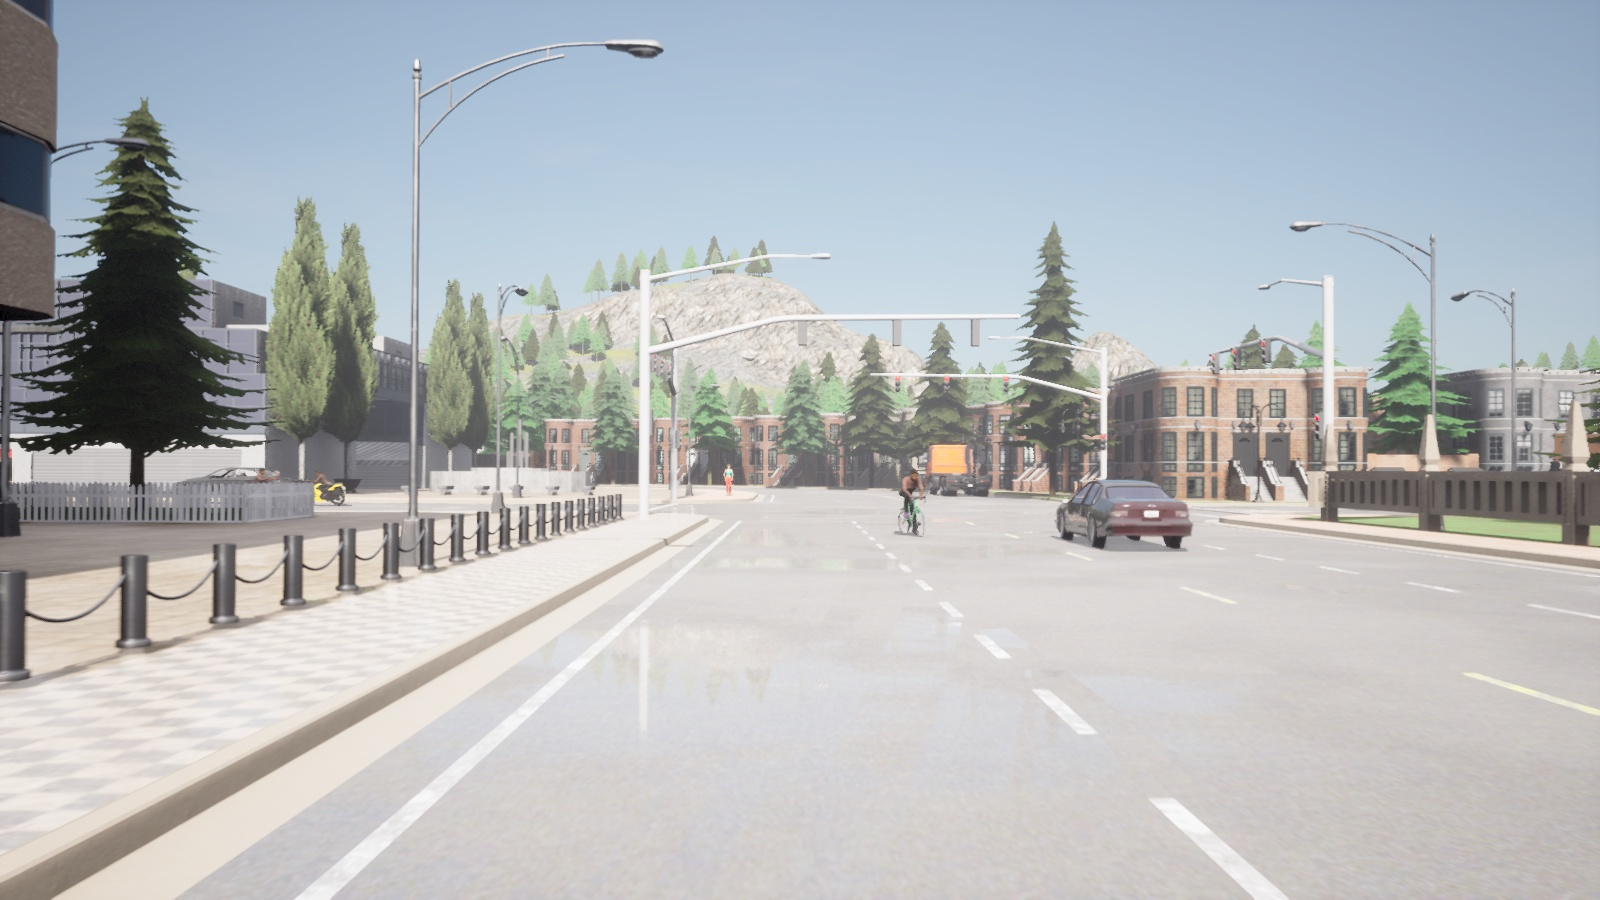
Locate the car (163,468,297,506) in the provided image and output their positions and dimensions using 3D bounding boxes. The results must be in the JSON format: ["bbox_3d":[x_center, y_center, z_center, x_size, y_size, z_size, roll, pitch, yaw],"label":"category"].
[{"bbox_3d":[-25.485,1.637,56.276,5.027,1.651,2.152,0,-1,0],"label":"car"}]

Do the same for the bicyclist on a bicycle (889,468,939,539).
[{"bbox_3d":[2.730,1.262,30.173,0.582,1.620,1.656,-1,0,-17],"label":"bicyclist on a bicycle"}]

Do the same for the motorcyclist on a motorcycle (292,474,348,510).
[{"bbox_3d":[-20.164,1.761,52.789,2.044,1.523,0.797,0,-1,0],"label":"motorcyclist on a motorcycle"}]

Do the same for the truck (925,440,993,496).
[{"bbox_3d":[10.298,1.169,82.289,2.891,3.462,7.936,0,-1,-4],"label":"truck"}]

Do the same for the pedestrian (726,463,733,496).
[{"bbox_3d":[-3.969,1.667,70.413,0.345,1.836,0.594,0,-1,-7],"label":"pedestrian"}]

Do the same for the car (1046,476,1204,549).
[{"bbox_3d":[6.937,1.294,27.442,2.033,1.411,5.357,0,-1,0],"label":"car"}]
